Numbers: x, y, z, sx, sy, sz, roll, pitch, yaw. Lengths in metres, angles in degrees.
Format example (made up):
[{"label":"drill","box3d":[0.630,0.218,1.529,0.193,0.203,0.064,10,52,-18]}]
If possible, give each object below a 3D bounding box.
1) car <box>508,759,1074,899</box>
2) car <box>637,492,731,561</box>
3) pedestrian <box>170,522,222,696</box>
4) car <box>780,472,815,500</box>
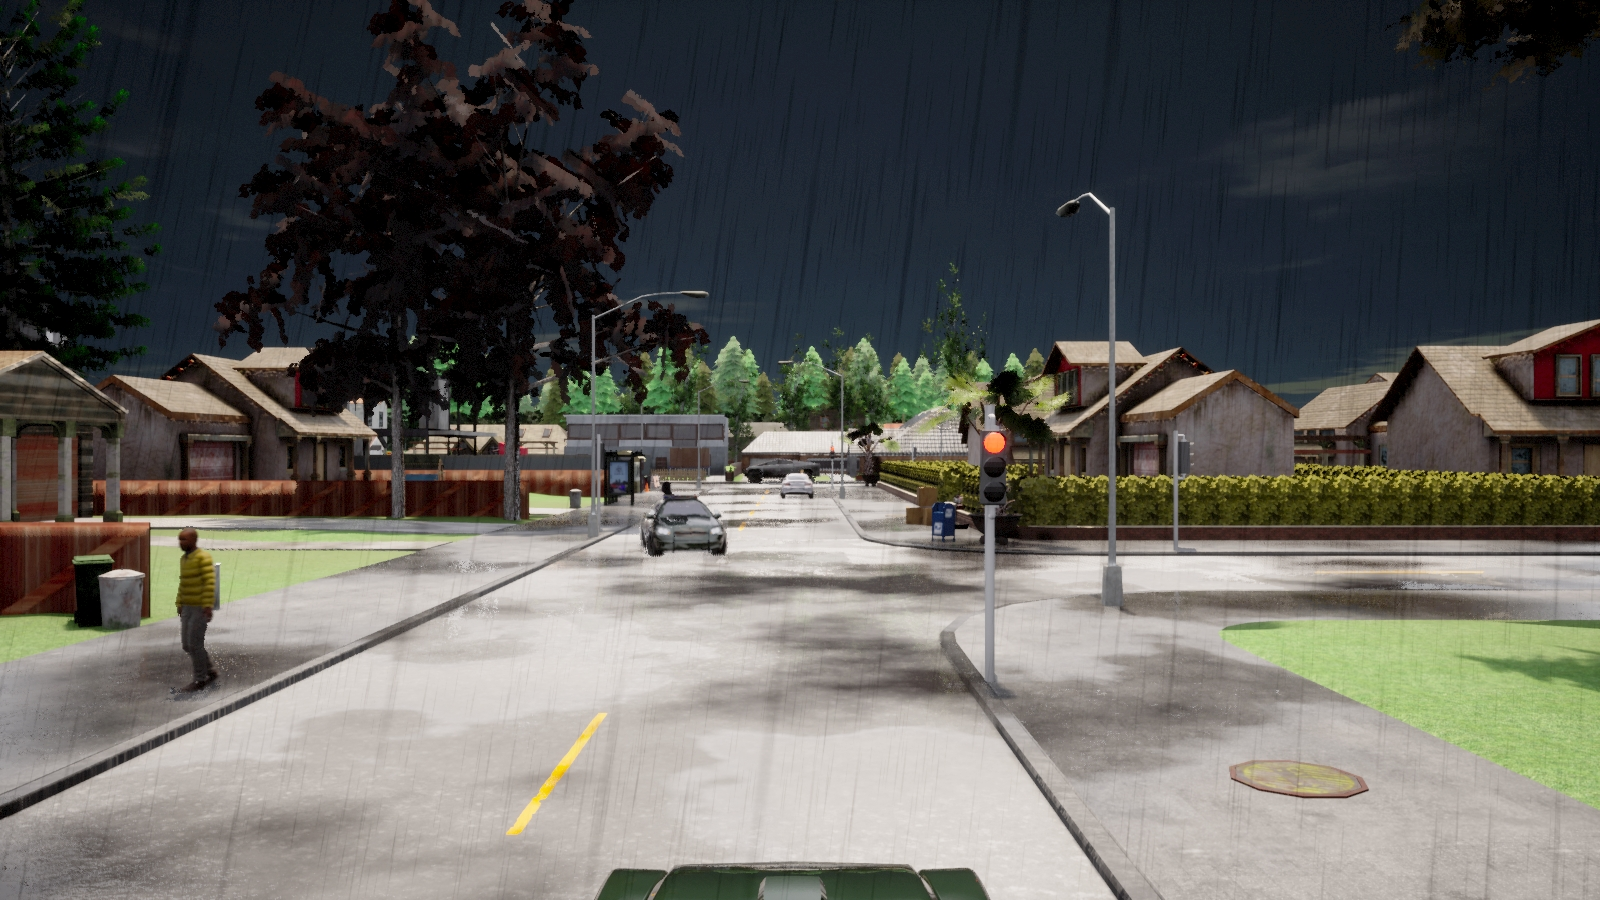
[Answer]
[{"label":"car","box3d":[-0.028,2.155,3.193,1.895,1.301,4.718,0,0,0]},{"label":"car","box3d":[-3.293,2.038,31.592,2.038,1.542,4.974,0,0,-12]},{"label":"pedestrian","box3d":[-6.706,1.746,12.690,0.375,1.860,0.375,0,0,33]},{"label":"car","box3d":[-0.164,2.081,66.907,2.002,1.442,4.674,0,0,0]}]
